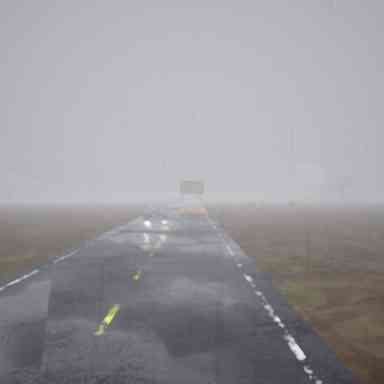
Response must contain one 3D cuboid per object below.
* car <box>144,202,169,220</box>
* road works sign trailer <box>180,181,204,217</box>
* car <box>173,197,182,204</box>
[{"bbox_3d":[-3.097,1.673,29.763,1.812,1.442,4.674,0,0,0],"label":"car"},{"bbox_3d":[-0.002,0.631,33.811,2.380,3.560,2.880,0,0,0],"label":"road works sign trailer"},{"bbox_3d":[-3.004,1.867,71.251,2.033,1.411,5.357,0,0,0],"label":"car"}]
